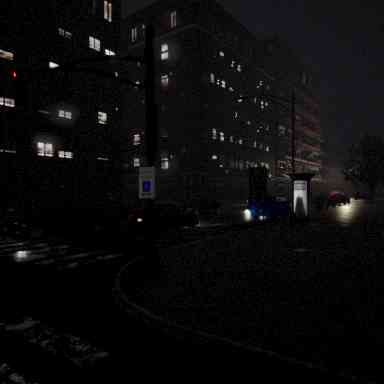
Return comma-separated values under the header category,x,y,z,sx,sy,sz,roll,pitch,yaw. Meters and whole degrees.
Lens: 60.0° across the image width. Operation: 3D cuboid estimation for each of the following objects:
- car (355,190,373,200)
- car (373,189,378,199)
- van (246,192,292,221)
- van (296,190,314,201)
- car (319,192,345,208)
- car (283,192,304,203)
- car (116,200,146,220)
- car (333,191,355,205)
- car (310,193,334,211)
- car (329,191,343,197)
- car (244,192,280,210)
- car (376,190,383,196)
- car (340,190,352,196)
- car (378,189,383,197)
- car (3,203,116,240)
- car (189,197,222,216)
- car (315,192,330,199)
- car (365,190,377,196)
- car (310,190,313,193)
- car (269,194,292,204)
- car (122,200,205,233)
category,x,y,z,sx,sy,sz,roll,pitch,yaw
car,28.652,0.563,55.934,1.967,1.590,4.097,1,1,36
car,31.937,0.589,60.535,1.887,1.381,4.507,1,1,36
van,5.657,1.008,23.736,1.690,1.788,3.998,1,1,36
van,19.102,0.536,56.117,1.690,1.788,3.998,1,1,36
car,15.511,0.979,37.538,1.887,1.381,4.507,1,1,36
car,15.720,0.801,51.388,1.752,1.417,4.829,1,1,36
car,-3.871,1.283,23.960,1.887,1.381,4.507,1,1,36
car,18.797,0.923,42.138,1.947,1.339,4.313,1,1,36
car,12.226,1.078,32.939,1.947,1.339,4.313,1,1,36
car,32.227,0.427,74.499,1.887,1.381,4.507,1,1,36
car,7.537,0.868,35.691,2.097,1.767,4.553,0,1,36
car,45.077,0.314,78.932,1.802,1.307,4.206,1,1,36
car,38.791,0.277,83.688,2.008,1.369,4.403,1,1,36
car,41.792,0.355,74.333,1.887,1.381,4.507,1,1,36
car,-6.529,1.322,16.417,1.882,1.535,5.008,0,1,39
car,0.501,1.161,25.856,1.882,1.535,5.008,0,1,36
car,25.664,0.621,65.311,1.802,1.307,4.206,1,1,36
car,44.183,0.215,82.110,1.994,1.385,4.181,0,1,36
car,16.060,0.667,47.482,2.097,1.767,4.553,0,1,36
car,12.537,0.932,46.933,1.802,1.307,4.206,1,1,36
car,-1.448,1.353,18.226,1.994,1.385,4.181,0,1,36
